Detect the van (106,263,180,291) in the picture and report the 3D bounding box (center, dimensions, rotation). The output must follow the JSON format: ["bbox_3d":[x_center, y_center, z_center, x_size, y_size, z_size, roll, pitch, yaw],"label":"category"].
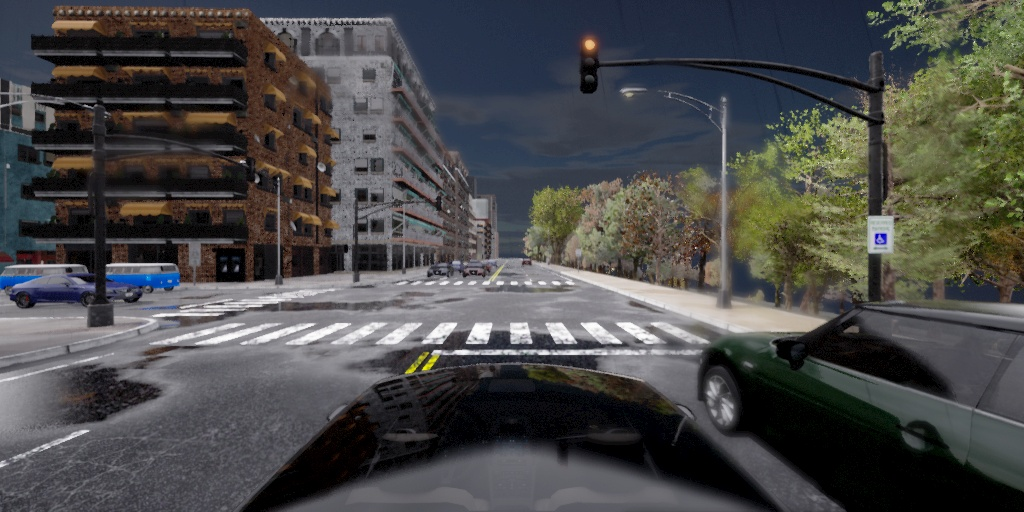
[{"bbox_3d":[-22.778,1.342,21.911,3.998,1.789,1.690,0,0,-1],"label":"van"}]

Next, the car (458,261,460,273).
[{"bbox_3d":[-6.720,1.265,42.637,1.812,1.442,4.674,0,0,0],"label":"car"}]

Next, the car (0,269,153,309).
[{"bbox_3d":[-19.569,1.510,16.163,4.674,1.442,1.812,-1,0,1],"label":"car"}]

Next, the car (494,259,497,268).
[{"bbox_3d":[-3.493,1.268,60.541,1.812,1.442,4.674,0,0,0],"label":"car"}]

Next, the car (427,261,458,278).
[{"bbox_3d":[-6.695,1.303,34.017,1.994,1.385,4.181,0,0,0],"label":"car"}]

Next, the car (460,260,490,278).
[{"bbox_3d":[-3.444,1.303,33.994,1.994,1.385,4.181,0,0,0],"label":"car"}]

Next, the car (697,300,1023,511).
[{"bbox_3d":[3.348,1.102,2.610,2.097,1.767,4.553,0,0,0],"label":"car"}]

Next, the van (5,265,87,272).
[{"bbox_3d":[-28.379,1.416,21.818,3.998,1.789,1.690,0,0,-1],"label":"van"}]

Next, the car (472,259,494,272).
[{"bbox_3d":[-3.472,1.340,42.920,1.895,1.301,4.718,0,0,0],"label":"car"}]
